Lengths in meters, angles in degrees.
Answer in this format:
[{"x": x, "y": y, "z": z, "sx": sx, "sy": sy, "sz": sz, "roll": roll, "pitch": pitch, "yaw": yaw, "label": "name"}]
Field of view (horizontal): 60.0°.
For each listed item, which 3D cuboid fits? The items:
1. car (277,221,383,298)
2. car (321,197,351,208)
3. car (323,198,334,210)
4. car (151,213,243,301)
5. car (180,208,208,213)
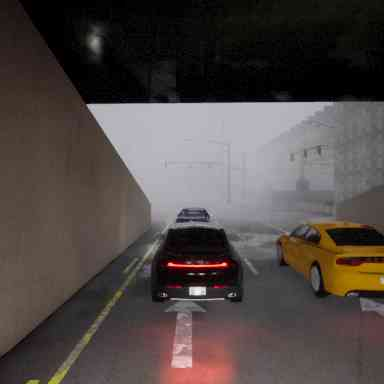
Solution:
[{"x": 3.599, "y": 1.478, "z": 8.580, "sx": 1.882, "sy": 1.535, "sz": 5.008, "roll": 0, "pitch": 0, "yaw": 0, "label": "car"}, {"x": 17.653, "y": 1.295, "z": 40.633, "sx": 4.536, "sy": 1.218, "sz": 1.853, "roll": 0, "pitch": 0, "yaw": -45, "label": "car"}, {"x": 17.616, "y": 1.452, "z": 40.596, "sx": 4.974, "sy": 1.542, "sz": 2.038, "roll": 0, "pitch": 0, "yaw": -45, "label": "car"}, {"x": 0.106, "y": 1.505, "z": 8.304, "sx": 1.837, "sy": 1.490, "sz": 4.892, "roll": 0, "pitch": 0, "yaw": 0, "label": "car"}, {"x": 0.102, "y": 1.547, "z": 18.050, "sx": 2.033, "sy": 1.411, "sz": 5.357, "roll": 0, "pitch": 0, "yaw": 3, "label": "car"}]
